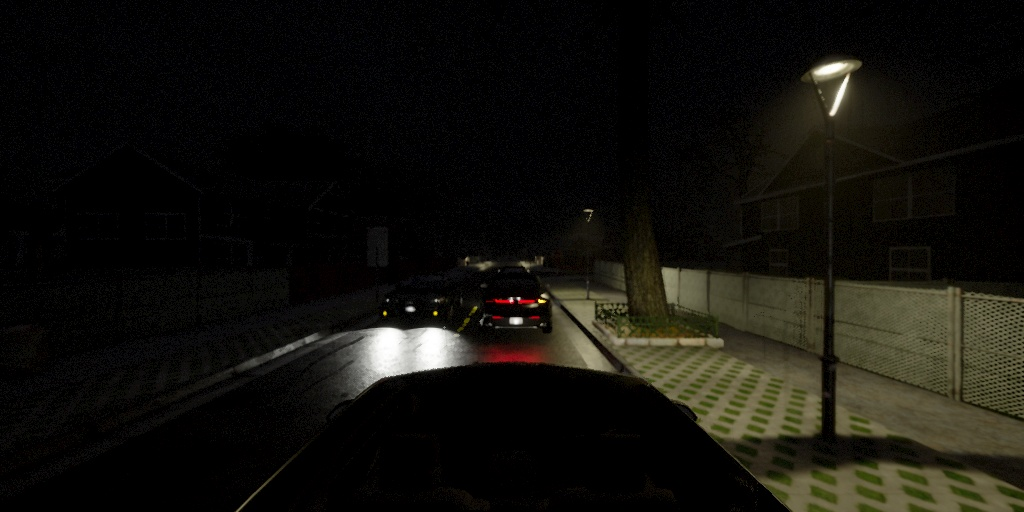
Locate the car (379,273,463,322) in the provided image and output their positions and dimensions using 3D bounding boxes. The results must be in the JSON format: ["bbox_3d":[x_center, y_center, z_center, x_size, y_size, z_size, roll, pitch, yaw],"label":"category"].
[{"bbox_3d":[-2.832,1.281,11.984,1.994,1.385,4.181,0,0,0],"label":"car"}]

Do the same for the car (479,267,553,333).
[{"bbox_3d":[0.094,1.226,10.576,1.837,1.490,4.892,0,0,0],"label":"car"}]
